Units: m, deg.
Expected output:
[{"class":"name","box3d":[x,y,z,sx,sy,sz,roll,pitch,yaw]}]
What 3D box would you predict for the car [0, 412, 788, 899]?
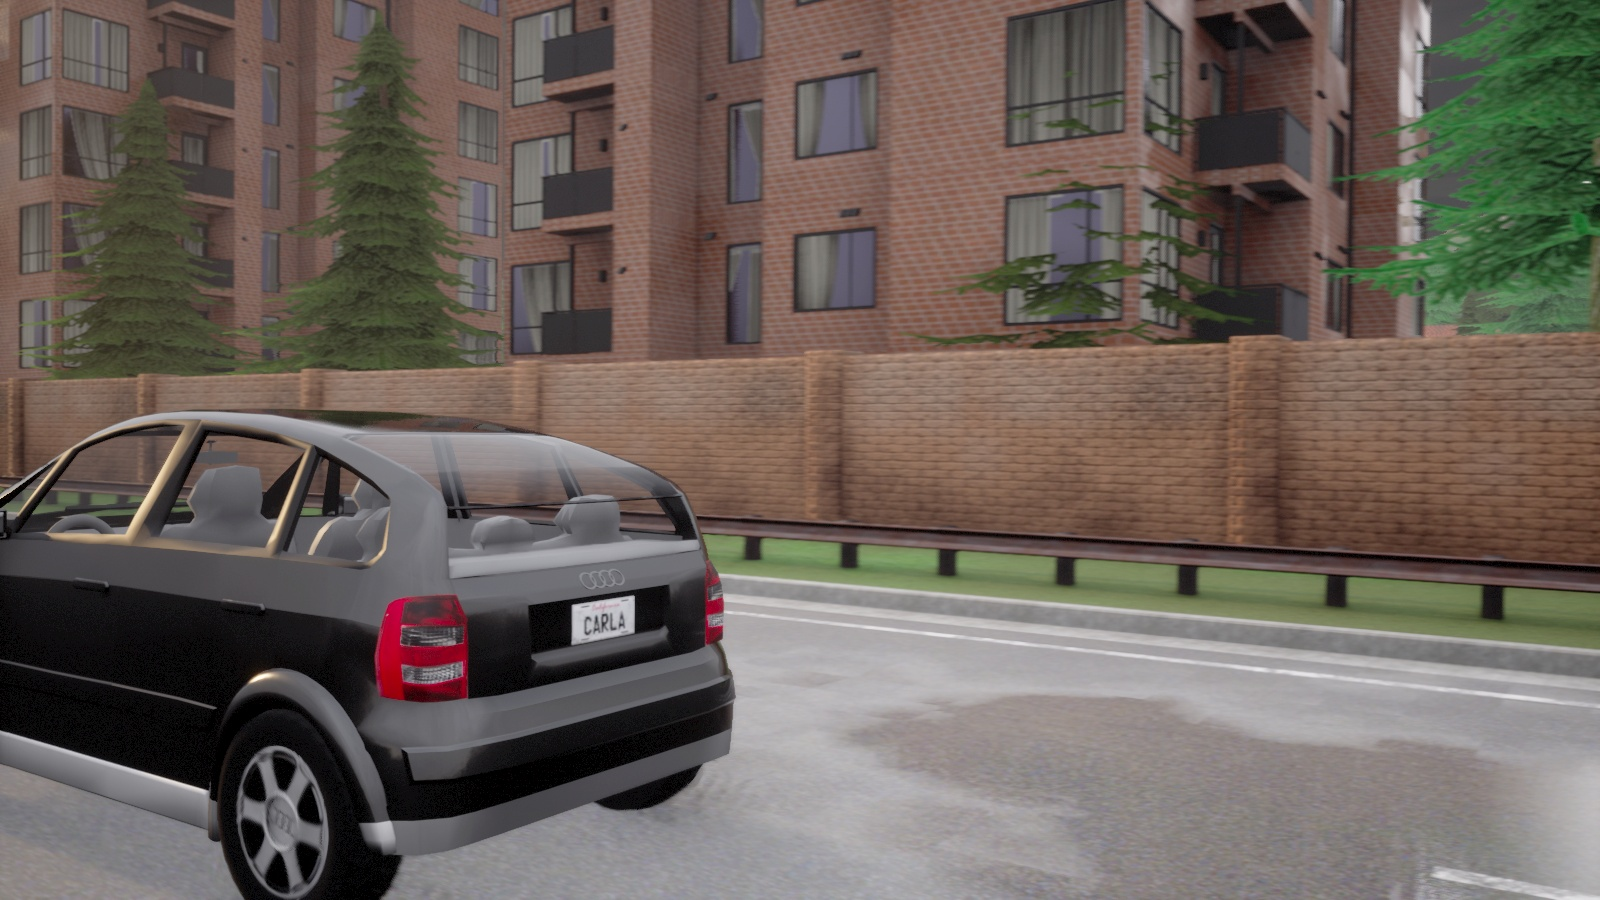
[{"class":"car","box3d":[-2.091,0.661,5.013,3.705,1.549,1.789,0,1,34]}]
